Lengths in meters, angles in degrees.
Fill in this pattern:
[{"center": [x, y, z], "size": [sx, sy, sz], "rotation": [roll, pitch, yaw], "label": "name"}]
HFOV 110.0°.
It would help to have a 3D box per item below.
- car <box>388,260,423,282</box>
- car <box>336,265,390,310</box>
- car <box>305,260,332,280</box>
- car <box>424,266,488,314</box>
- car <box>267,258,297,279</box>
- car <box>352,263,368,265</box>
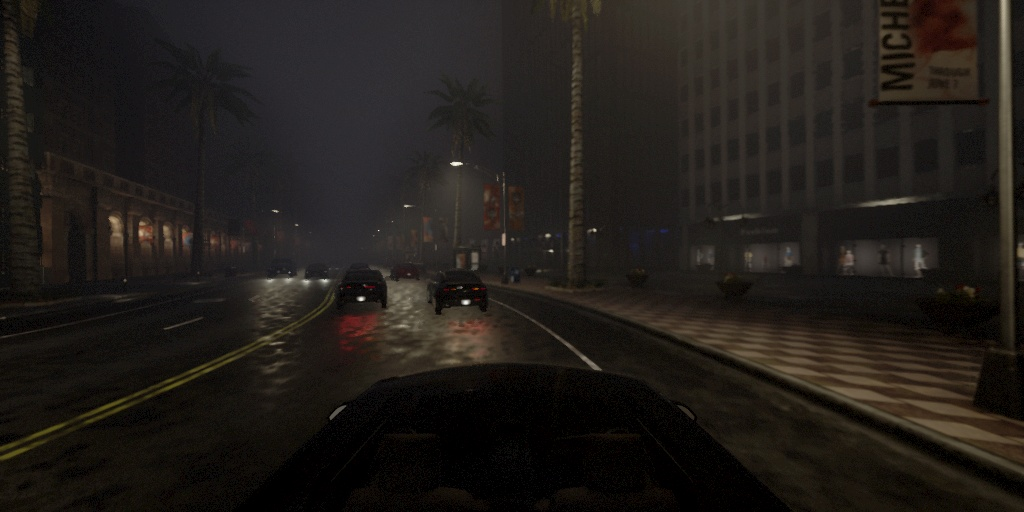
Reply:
[{"center": [-9.349, 1.338, 31.226], "size": [1.882, 1.535, 5.008], "rotation": [-1, 0, -24], "label": "car"}, {"center": [-6.348, 1.326, 15.429], "size": [1.837, 1.490, 4.892], "rotation": [0, 0, -20], "label": "car"}, {"center": [-19.120, 1.436, 35.307], "size": [1.882, 1.535, 5.008], "rotation": [-1, 0, -25], "label": "car"}, {"center": [-2.262, 1.285, 14.165], "size": [1.837, 1.490, 4.892], "rotation": [0, 0, -18], "label": "car"}, {"center": [-24.116, 1.231, 37.798], "size": [2.150, 2.045, 5.566], "rotation": [-1, 0, -25], "label": "car"}, {"center": [-14.371, 1.389, 33.801], "size": [1.882, 1.535, 5.008], "rotation": [-1, 0, -25], "label": "car"}]
